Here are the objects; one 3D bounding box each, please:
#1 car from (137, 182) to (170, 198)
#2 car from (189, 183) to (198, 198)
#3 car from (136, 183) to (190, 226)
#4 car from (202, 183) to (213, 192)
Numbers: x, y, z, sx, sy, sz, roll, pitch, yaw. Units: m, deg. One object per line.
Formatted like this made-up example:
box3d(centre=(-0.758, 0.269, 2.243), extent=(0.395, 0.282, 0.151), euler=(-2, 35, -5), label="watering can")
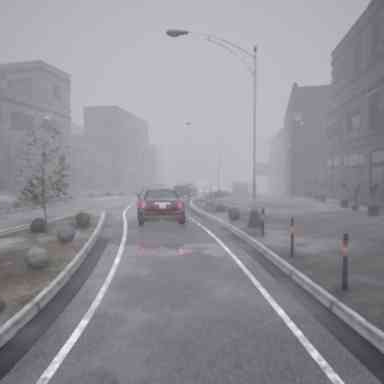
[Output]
box3d(centre=(-3.983, -0.229, 35.174), extent=(1.837, 1.490, 4.892), euler=(1, 1, 14), label="car")
box3d(centre=(-0.668, -0.204, 34.823), extent=(1.837, 1.490, 4.892), euler=(0, 1, 13), label="car")
box3d(centre=(-1.617, 0.487, 16.286), extent=(2.097, 1.767, 4.553), euler=(0, 4, -10), label="car")
box3d(centre=(3.552, -1.026, 75.130), extent=(2.150, 2.045, 5.566), euler=(0, 1, 6), label="car")
